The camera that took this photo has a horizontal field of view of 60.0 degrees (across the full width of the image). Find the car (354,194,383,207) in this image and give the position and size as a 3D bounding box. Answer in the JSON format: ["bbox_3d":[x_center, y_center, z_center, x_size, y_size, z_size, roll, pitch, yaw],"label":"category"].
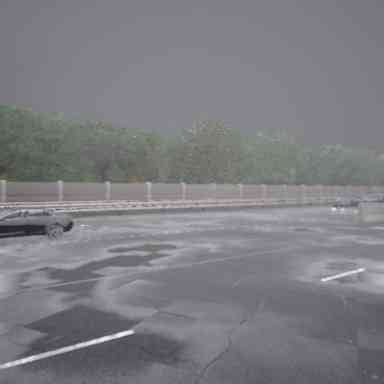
[{"bbox_3d":[23.531,1.226,42.642,5.566,2.045,2.150,0,0,-36],"label":"car"}]

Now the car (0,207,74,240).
[{"bbox_3d":[-8.016,1.487,15.399,4.902,1.511,2.128,0,0,-36],"label":"car"}]

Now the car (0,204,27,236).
[{"bbox_3d":[-11.451,1.491,17.224,4.902,1.511,2.128,0,0,-36],"label":"car"}]

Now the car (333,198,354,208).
[{"bbox_3d":[21.494,1.518,45.489,5.357,1.411,2.033,0,0,-36],"label":"car"}]
